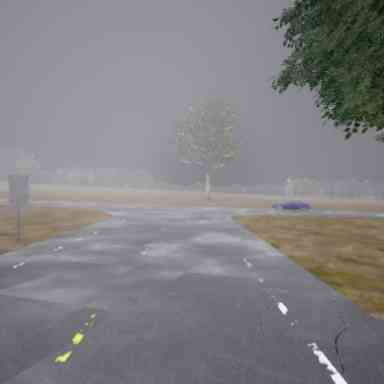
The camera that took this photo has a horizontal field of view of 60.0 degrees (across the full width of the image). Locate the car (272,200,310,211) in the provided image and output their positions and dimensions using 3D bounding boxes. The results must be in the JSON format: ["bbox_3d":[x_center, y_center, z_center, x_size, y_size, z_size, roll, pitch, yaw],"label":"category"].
[{"bbox_3d":[13.292,1.769,44.881,5.008,1.535,1.882,1,0,1],"label":"car"}]
